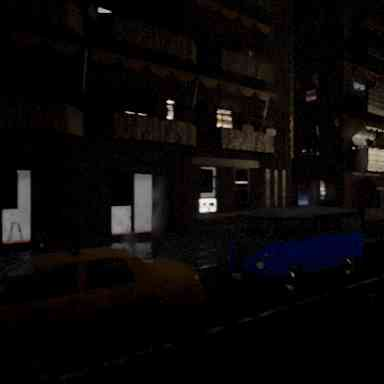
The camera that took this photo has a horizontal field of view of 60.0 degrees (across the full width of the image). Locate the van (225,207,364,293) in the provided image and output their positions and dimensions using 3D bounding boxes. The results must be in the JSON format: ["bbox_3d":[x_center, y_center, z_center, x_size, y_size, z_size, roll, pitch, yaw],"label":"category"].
[{"bbox_3d":[2.688,1.293,8.470,3.998,1.788,1.690,0,1,-35],"label":"van"}]

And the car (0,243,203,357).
[{"bbox_3d":[-2.081,1.518,5.071,4.829,1.417,1.752,0,1,-35],"label":"car"}]
